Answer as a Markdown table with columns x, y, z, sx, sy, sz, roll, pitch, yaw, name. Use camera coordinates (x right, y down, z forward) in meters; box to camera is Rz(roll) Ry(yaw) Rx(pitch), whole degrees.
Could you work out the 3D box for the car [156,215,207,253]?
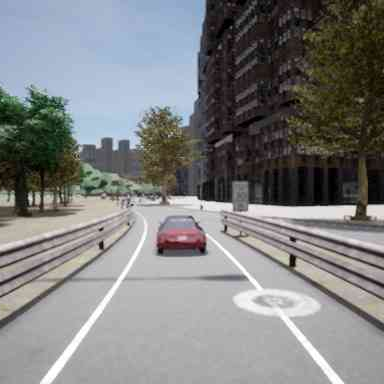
| x | y | z | sx | sy | sz | roll | pitch | yaw | name |
| --- | --- | --- | --- | --- | --- | --- | --- | --- | --- |
| -0.521 | 1.703 | 14.460 | 1.994 | 1.385 | 4.181 | 0 | 0 | -5 | car |
